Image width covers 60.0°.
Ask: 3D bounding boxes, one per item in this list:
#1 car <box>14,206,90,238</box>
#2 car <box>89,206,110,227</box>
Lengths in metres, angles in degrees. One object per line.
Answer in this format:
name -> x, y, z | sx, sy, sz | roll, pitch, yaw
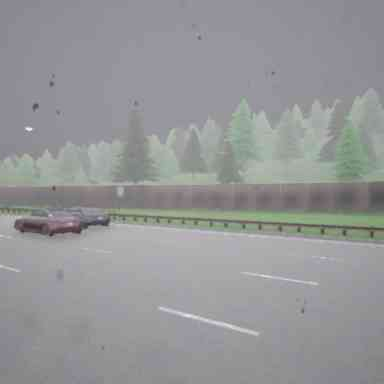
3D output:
car -> -7.874, 1.605, 18.206 | 4.181, 1.385, 1.994 | 0, 0, 35
car -> -7.398, 1.610, 22.164 | 4.181, 1.385, 1.994 | 0, 0, 35
